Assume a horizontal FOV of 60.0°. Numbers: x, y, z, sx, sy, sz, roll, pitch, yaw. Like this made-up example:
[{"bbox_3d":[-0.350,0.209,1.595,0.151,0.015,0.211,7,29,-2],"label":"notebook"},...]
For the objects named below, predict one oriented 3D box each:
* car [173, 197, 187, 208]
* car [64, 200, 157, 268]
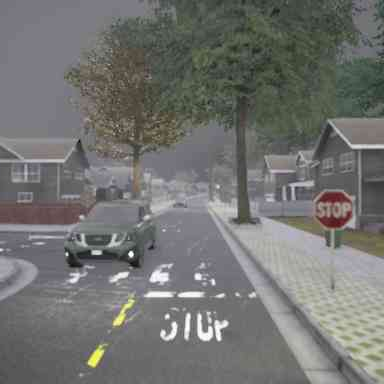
[{"bbox_3d":[-1.854,1.543,51.937,2.097,1.767,4.553,0,0,1],"label":"car"},{"bbox_3d":[-2.571,1.335,11.919,2.150,2.045,5.566,0,0,1],"label":"car"}]
